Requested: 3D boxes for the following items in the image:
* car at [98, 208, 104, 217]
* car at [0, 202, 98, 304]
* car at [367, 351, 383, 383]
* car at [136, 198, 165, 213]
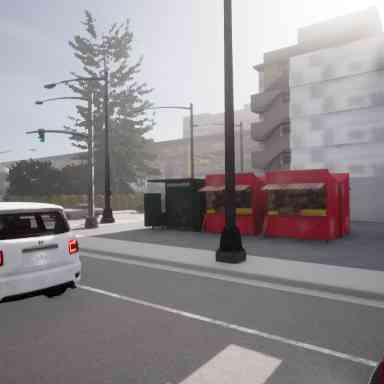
[{"bbox_3d":[-10.147,1.733,29.428,1.895,1.301,4.718,-1,-1,36],"label":"car"},{"bbox_3d":[-4.811,1.234,7.382,5.566,2.045,2.150,0,0,36],"label":"car"},{"bbox_3d":[3.439,1.601,1.531,4.718,1.301,1.895,0,0,35],"label":"car"},{"bbox_3d":[-4.183,1.486,37.644,2.097,1.767,4.553,-1,-1,36],"label":"car"}]
